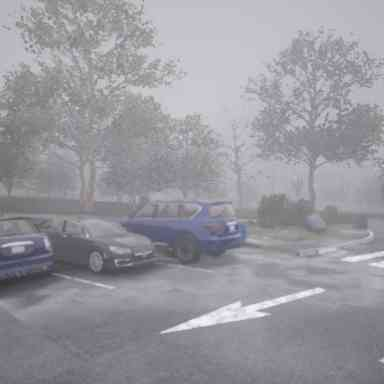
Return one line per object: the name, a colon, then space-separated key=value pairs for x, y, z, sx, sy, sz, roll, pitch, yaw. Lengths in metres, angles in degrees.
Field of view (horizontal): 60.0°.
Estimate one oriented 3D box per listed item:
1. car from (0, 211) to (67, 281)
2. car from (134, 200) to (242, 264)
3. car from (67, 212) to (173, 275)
car: x=-5.757 y=1.364 z=8.875 sx=4.553 sy=1.767 sz=2.185 roll=-1 pitch=-1 yaw=34
car: x=-0.886 y=1.305 z=12.412 sx=5.566 sy=2.045 sz=2.435 roll=-1 pitch=-1 yaw=35
car: x=-3.324 y=1.524 z=10.652 sx=4.892 sy=1.521 sz=2.231 roll=-1 pitch=-2 yaw=34
